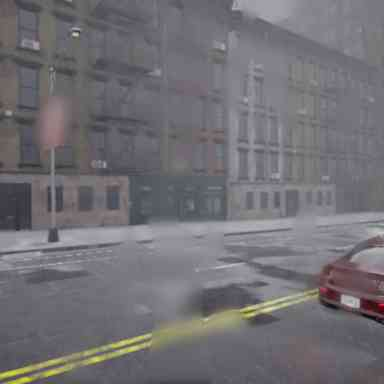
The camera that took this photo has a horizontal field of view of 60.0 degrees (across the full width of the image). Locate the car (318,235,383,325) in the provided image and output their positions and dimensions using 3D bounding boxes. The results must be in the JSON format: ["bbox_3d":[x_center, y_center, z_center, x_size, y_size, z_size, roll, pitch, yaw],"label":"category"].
[{"bbox_3d":[4.401,1.585,6.608,4.674,1.442,1.812,0,0,-35],"label":"car"}]
